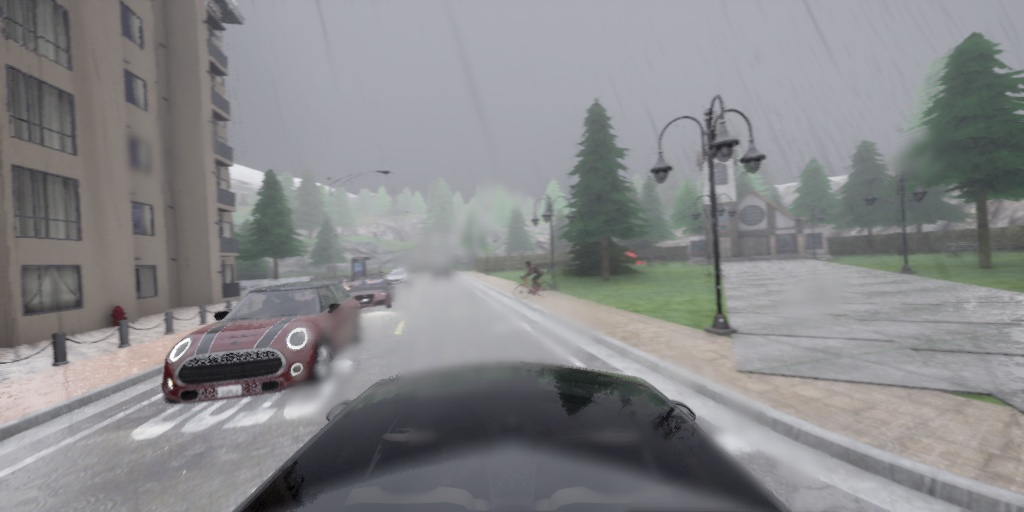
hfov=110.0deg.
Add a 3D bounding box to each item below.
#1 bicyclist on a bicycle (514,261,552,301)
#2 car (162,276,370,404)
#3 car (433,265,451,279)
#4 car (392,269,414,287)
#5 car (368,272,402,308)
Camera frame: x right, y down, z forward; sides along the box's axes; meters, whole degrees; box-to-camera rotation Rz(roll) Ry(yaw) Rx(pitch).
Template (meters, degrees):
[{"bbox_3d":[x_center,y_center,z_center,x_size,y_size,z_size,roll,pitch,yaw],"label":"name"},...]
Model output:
[{"bbox_3d":[0.860,1.008,14.790,1.656,1.620,0.582,-3,0,-12],"label":"bicyclist on a bicycle"},{"bbox_3d":[-4.515,1.360,7.299,2.097,1.767,4.553,-3,0,-12],"label":"car"},{"bbox_3d":[-7.968,1.730,40.714,2.128,1.511,4.902,-3,0,-12],"label":"car"},{"bbox_3d":[-9.489,1.843,30.399,1.812,1.442,4.674,-3,1,-12],"label":"car"},{"bbox_3d":[-6.593,1.701,16.963,1.994,1.385,4.181,-3,0,-12],"label":"car"}]
